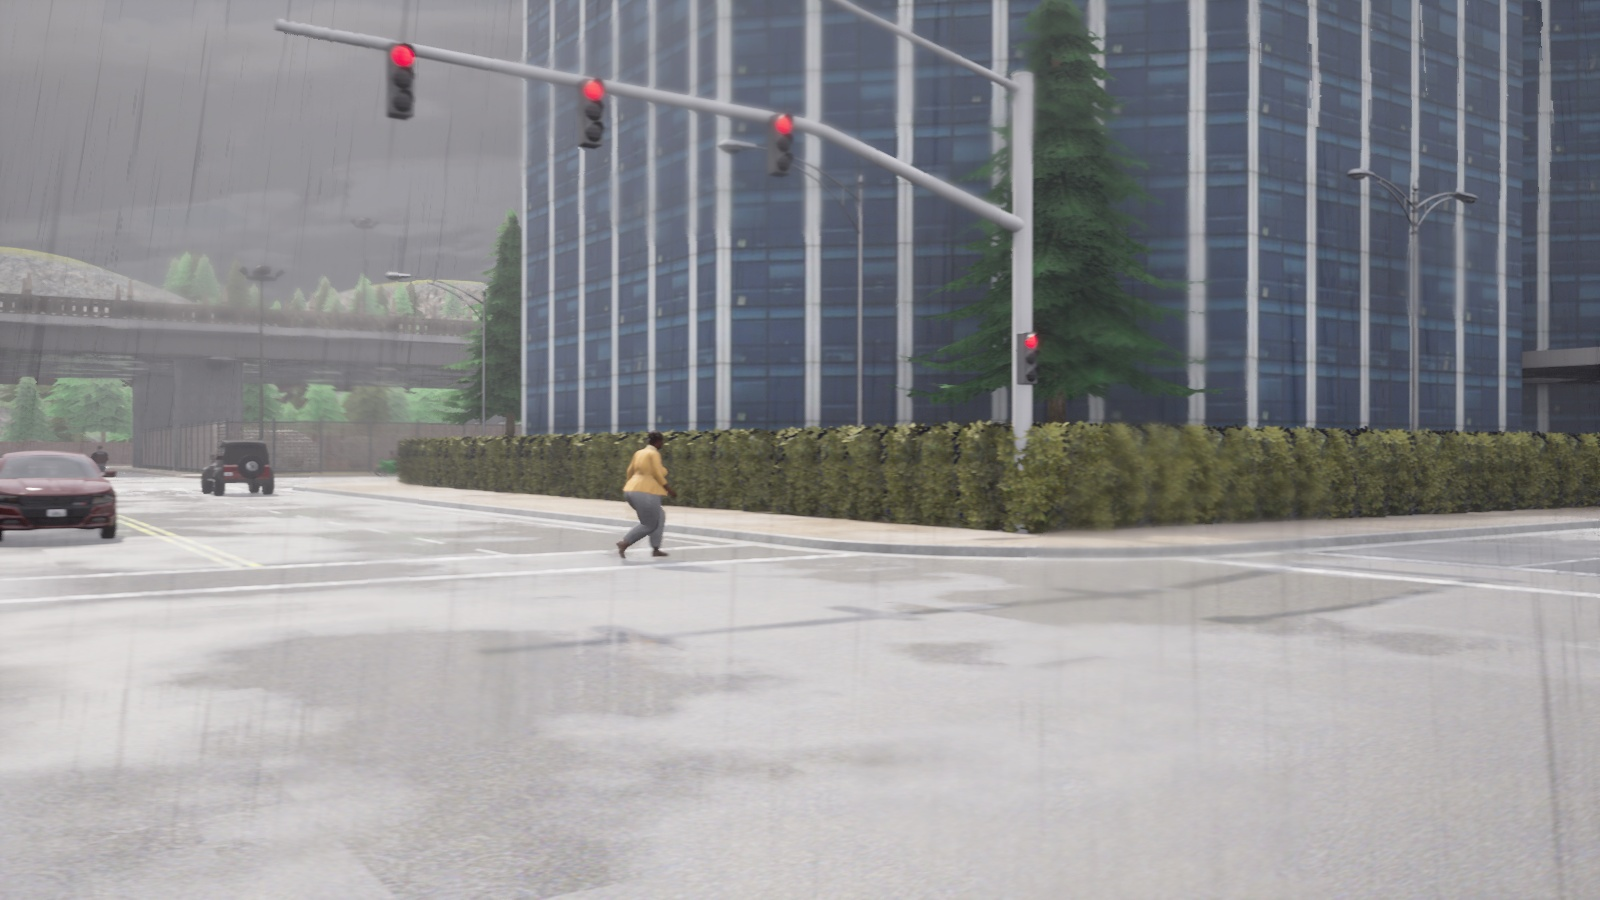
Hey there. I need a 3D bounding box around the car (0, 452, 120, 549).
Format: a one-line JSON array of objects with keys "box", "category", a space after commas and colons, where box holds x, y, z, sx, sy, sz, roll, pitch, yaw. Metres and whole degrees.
[{"box": [-13.449, 0.806, 22.344, 1.882, 1.535, 5.008, 0, 0, -34], "category": "car"}]

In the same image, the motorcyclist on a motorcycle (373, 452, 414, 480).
[{"box": [-22.682, 0.894, 70.071, 2.044, 1.523, 0.797, 1, -1, -34], "category": "motorcyclist on a motorcycle"}]

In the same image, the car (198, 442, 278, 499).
[{"box": [-19.735, 0.690, 44.009, 1.905, 1.878, 3.866, 0, 0, -34], "category": "car"}]

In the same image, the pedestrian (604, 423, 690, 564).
[{"box": [-2.096, 0.578, 17.137, 0.900, 1.855, 0.874, 0, 0, -29], "category": "pedestrian"}]
